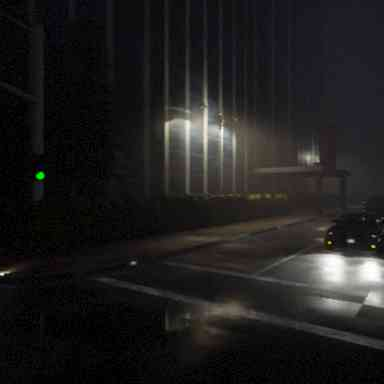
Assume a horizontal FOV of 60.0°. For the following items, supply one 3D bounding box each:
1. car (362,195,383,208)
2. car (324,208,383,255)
[{"bbox_3d":[12.735,1.220,22.011,2.150,2.045,5.566,0,0,35],"label":"car"},{"bbox_3d":[6.798,1.564,13.507,1.994,1.385,4.181,0,0,35],"label":"car"}]
